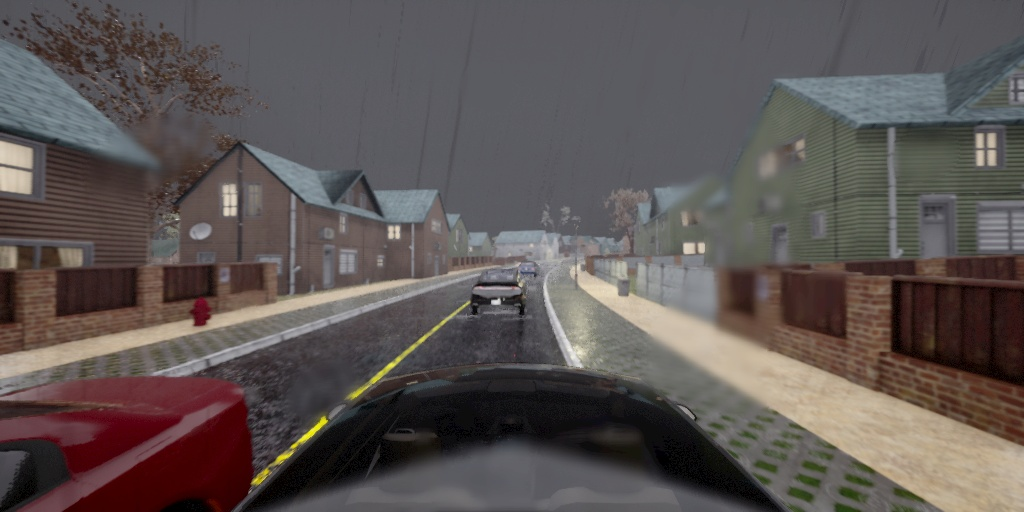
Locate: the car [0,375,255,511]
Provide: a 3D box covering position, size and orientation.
[{"bbox_3d":[-2.554,1.223,0.212,1.882,1.535,5.008,0,0,-2],"label":"car"}]

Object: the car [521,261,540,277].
[{"bbox_3d":[1.600,1.179,34.073,2.033,1.411,5.357,0,0,8],"label":"car"}]

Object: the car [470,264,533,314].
[{"bbox_3d":[-0.366,1.221,13.605,2.128,1.511,4.902,0,0,3],"label":"car"}]
